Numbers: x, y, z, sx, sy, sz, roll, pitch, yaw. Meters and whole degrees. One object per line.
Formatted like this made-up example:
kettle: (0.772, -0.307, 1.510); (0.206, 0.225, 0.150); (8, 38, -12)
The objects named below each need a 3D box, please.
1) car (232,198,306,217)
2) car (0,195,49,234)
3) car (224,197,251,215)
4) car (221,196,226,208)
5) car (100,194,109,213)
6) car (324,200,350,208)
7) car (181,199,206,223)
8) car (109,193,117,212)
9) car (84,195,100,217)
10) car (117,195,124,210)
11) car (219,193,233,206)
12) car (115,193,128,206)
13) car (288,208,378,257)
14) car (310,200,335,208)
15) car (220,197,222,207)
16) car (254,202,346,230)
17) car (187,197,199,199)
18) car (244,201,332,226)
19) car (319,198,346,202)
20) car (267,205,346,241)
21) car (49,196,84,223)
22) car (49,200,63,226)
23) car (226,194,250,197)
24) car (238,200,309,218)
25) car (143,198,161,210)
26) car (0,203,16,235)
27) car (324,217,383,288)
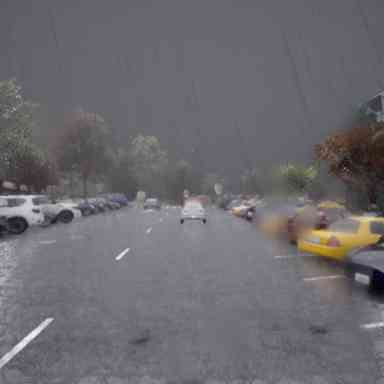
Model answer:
car: (5.999, 1.477, 25.869); (4.892, 1.521, 2.231); (1, 0, -20)
car: (-10.982, 1.229, 17.909); (5.566, 2.045, 2.435); (-1, 0, -20)
car: (5.826, 1.469, 28.752); (5.366, 1.575, 1.946); (1, 0, -20)
car: (6.001, 1.473, 34.740); (4.892, 1.521, 2.231); (1, 0, -20)
car: (-10.984, 1.348, 33.022); (4.553, 1.767, 2.185); (-1, 0, -20)
car: (31.402, 2.582, 72.013); (1.946, 1.575, 5.366); (2, -1, -21)
car: (0.096, 1.515, 25.567); (1.812, 1.442, 4.674); (0, 0, 0)
car: (-10.924, 1.346, 36.060); (4.553, 1.767, 2.185); (-1, 0, -20)
car: (-10.977, 1.349, 29.995); (4.553, 1.767, 2.185); (-1, 0, -20)
car: (-10.959, 1.471, 39.074); (4.892, 1.521, 2.231); (-1, 0, -20)
car: (6.022, 1.218, 40.674); (5.566, 2.045, 2.435); (1, 0, -20)
car: (-10.978, 1.218, 42.078); (5.566, 2.045, 2.435); (-1, 0, -20)
car: (6.168, 1.481, 11.140); (5.366, 1.575, 1.946); (1, 0, -20)
car: (28.082, 2.483, 71.791); (2.231, 1.521, 4.892); (2, -1, -21)
car: (5.995, 1.511, 37.698); (4.674, 1.452, 2.002); (1, 0, -20)
car: (6.168, 1.479, 17.057); (5.366, 1.575, 1.946); (1, 0, -20)
car: (0.095, 1.335, 41.027); (2.097, 1.767, 4.553); (0, 0, 0)
car: (5.994, 1.478, 19.954); (5.008, 1.535, 2.097); (1, 0, -20)
car: (22.457, 2.272, 53.421); (1.946, 1.575, 5.366); (2, 1, -21)
car: (5.997, 1.481, 14.024); (5.008, 1.535, 2.097); (1, 0, -20)
car: (-10.927, 1.225, 23.976); (5.566, 2.045, 2.435); (-1, 0, -20)
car: (-10.920, 1.507, 20.952); (4.792, 1.488, 2.163); (-1, 0, -20)
car: (6.028, 1.348, 31.789); (4.553, 1.767, 2.185); (1, 0, -20)
car: (6.021, 1.507, 22.920); (4.792, 1.488, 2.163); (1, 0, -20)
car: (-5.035, 1.507, 42.426); (1.812, 1.442, 4.674); (0, 0, 1)
car: (-10.934, 1.482, 14.888); (4.892, 1.521, 2.231); (-1, 0, -20)
car: (5.974, 1.513, 8.094); (4.792, 1.488, 2.163); (1, 0, -20)
